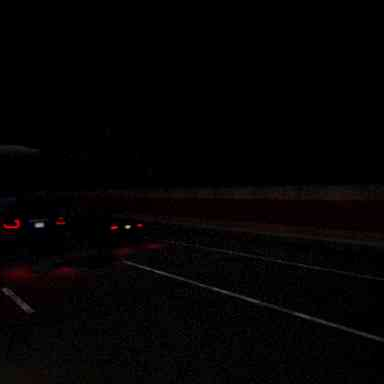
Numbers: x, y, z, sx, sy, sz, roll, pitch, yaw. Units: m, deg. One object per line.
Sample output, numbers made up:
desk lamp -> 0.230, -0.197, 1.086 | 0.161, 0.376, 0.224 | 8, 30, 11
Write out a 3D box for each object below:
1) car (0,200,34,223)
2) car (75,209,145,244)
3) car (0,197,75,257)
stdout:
car -> -14.649, 1.498, 27.155 | 1.882, 1.535, 5.008 | -1, 1, -42
car -> -4.327, 1.502, 15.613 | 2.033, 1.411, 5.357 | -1, 1, -42
car -> -6.967, 1.221, 13.308 | 2.150, 2.045, 5.566 | -1, 1, -42
